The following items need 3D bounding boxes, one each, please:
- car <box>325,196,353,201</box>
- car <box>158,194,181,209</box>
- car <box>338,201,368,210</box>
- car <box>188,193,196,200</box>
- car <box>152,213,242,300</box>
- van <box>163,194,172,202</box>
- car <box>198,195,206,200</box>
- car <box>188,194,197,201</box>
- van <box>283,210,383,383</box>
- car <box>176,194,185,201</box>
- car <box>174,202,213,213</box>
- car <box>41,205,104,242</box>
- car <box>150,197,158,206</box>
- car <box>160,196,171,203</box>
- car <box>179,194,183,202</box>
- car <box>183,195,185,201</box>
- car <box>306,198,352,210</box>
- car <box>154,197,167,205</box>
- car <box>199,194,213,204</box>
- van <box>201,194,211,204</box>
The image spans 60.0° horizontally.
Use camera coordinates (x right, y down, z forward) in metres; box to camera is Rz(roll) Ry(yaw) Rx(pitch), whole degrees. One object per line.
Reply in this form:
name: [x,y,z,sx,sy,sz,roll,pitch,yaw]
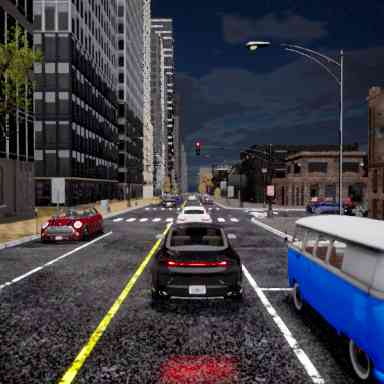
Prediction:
car: [16.562,1.411,39.410,5.009,1.841,2.192,1,0,1]
car: [-3.055,1.479,46.365,2.128,1.511,4.902,0,0,0]
car: [16.446,1.793,31.034,4.313,1.339,1.947,1,0,1]
car: [0.084,1.256,91.027,2.097,1.767,4.553,0,0,0]
car: [0.105,1.502,8.382,1.837,1.490,4.892,0,0,0]
van: [-5.601,1.323,76.706,1.690,1.788,3.998,-1,0,0]
car: [2.765,1.530,93.576,2.008,1.369,4.403,-1,0,0]
car: [0.075,1.504,81.023,1.812,1.442,4.674,0,0,0]
van: [2.680,1.340,5.091,1.690,1.788,3.998,-1,0,0]
car: [-2.922,1.319,83.758,2.097,1.767,4.553,0,0,0]
car: [0.111,1.520,18.739,1.812,1.442,4.674,0,0,0]
car: [-5.689,1.435,16.183,1.967,1.590,4.097,-1,0,0]
car: [-5.790,1.511,53.960,1.752,1.417,4.829,-1,0,0]
car: [-5.603,1.549,71.063,1.947,1.339,4.313,-1,0,0]
car: [-3.021,1.510,59.483,1.812,1.442,4.674,0,0,0]
car: [-2.936,1.536,69.526,1.994,1.385,4.181,0,0,0]
car: [14.850,1.684,36.849,4.181,1.385,1.994,1,1,1]
car: [-5.613,1.551,59.774,1.947,1.339,4.313,-1,0,0]
car: [2.732,1.425,59.712,1.967,1.590,4.097,-1,0,0]
van: [2.735,1.325,65.356,1.690,1.788,3.998,-1,0,0]
